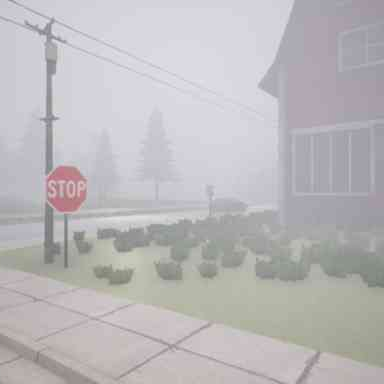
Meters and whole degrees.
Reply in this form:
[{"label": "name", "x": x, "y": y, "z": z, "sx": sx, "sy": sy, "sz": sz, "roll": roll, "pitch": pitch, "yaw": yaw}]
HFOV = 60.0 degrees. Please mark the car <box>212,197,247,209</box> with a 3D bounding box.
[{"label": "car", "x": 3.967, "y": 1.336, "z": 34.718, "sx": 2.097, "sy": 1.767, "sz": 4.553, "roll": 0, "pitch": 0, "yaw": 37}]
